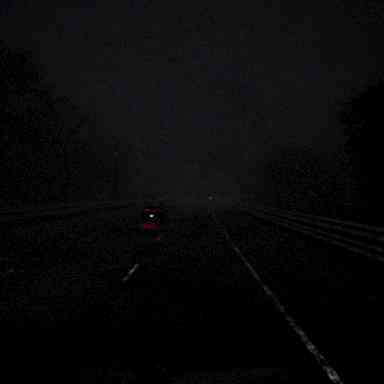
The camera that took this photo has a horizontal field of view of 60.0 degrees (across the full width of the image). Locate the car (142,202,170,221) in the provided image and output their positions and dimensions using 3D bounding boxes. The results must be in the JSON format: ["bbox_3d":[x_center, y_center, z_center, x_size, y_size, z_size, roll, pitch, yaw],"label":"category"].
[{"bbox_3d":[-3.116,1.640,28.785,1.837,1.490,4.892,0,0,2],"label":"car"}]
